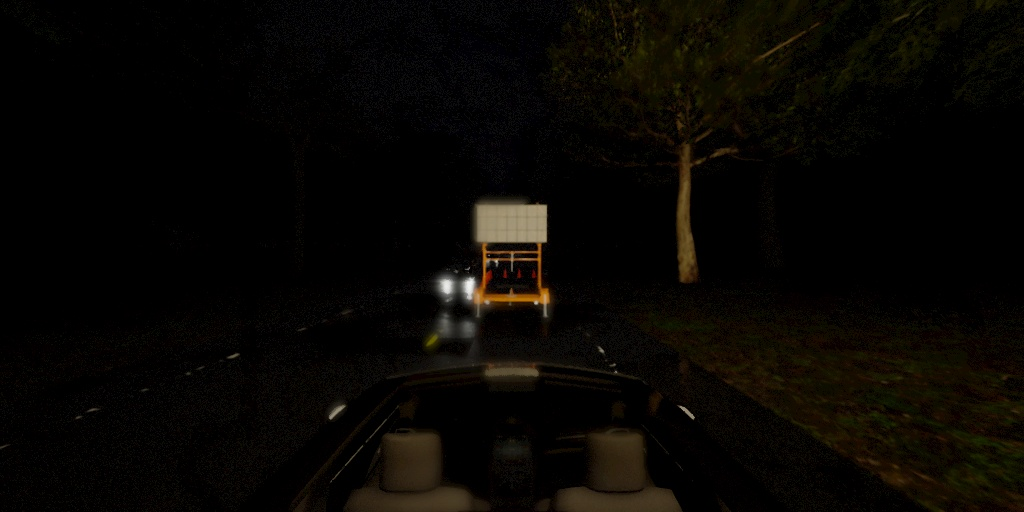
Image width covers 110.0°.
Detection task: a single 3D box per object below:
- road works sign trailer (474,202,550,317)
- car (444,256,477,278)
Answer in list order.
[{"bbox_3d":[0.000,-0.005,12.040,2.380,3.560,2.880,0,0,0],"label":"road works sign trailer"},{"bbox_3d":[-3.588,0.740,25.735,1.837,1.490,4.892,0,1,0],"label":"car"}]
